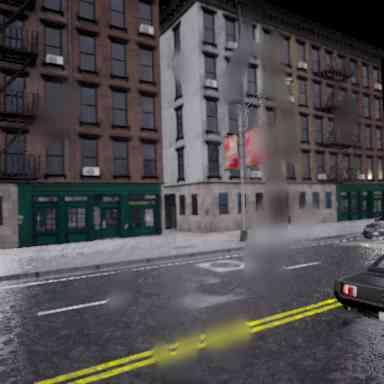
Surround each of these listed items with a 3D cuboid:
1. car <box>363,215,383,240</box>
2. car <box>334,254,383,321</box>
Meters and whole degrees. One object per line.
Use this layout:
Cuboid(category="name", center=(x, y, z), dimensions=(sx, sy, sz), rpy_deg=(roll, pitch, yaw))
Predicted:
Cuboid(category="car", center=(11.379, 1.848, 18.312), dimensions=(4.674, 1.442, 1.812), rpy_deg=(0, -2, -32))
Cuboid(category="car", center=(4.987, 1.695, 6.439), dimensions=(4.718, 1.301, 1.895), rpy_deg=(0, -2, -32))
